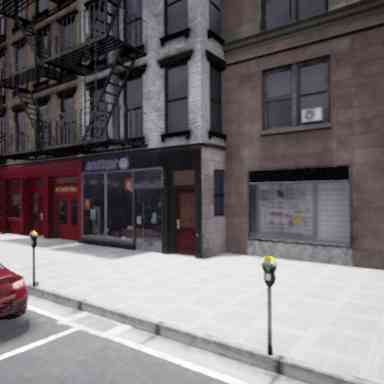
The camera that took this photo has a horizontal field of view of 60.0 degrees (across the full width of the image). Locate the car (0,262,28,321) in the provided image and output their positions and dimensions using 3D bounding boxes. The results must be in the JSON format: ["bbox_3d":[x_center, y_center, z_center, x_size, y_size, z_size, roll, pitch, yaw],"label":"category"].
[{"bbox_3d":[-4.668,1.649,6.144,4.206,1.307,1.802,-1,0,36],"label":"car"}]
